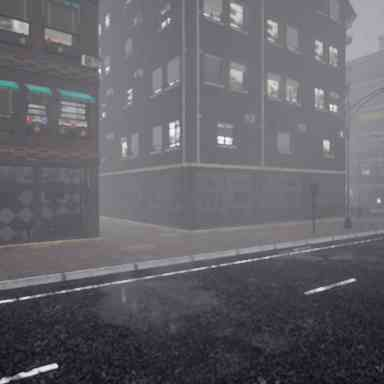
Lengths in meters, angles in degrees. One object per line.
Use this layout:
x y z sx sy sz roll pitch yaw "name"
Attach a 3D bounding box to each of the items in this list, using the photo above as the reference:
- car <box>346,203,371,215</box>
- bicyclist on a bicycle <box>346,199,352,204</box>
16.967 1.840 36.652 1.895 1.301 4.718 0 -1 -36 "car"
21.417 1.563 45.344 1.656 1.620 0.582 -1 0 -36 "bicyclist on a bicycle"
